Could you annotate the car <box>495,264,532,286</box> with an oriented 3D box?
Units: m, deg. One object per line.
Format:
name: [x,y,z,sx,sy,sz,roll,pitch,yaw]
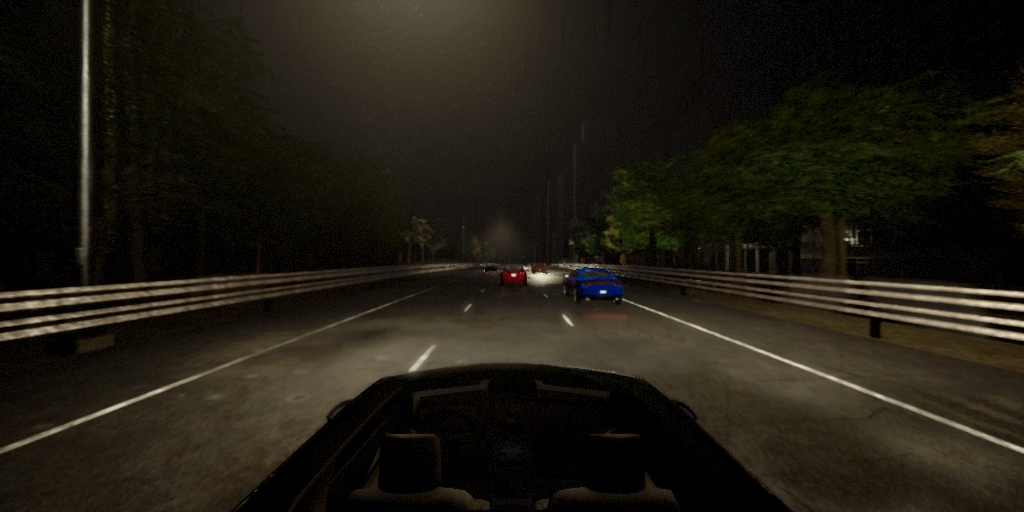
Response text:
car: [0.113,1.392,27.194,2.163,1.488,4.792,0,-1,0]

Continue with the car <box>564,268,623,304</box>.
car: [3.609,1.288,16.640,1.882,1.535,5.008,0,0,0]

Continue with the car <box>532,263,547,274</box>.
car: [3.622,1.655,48.830,1.882,1.535,5.008,0,-1,0]

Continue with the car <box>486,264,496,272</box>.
car: [-3.370,1.992,60.302,1.895,1.301,4.718,0,-1,0]
